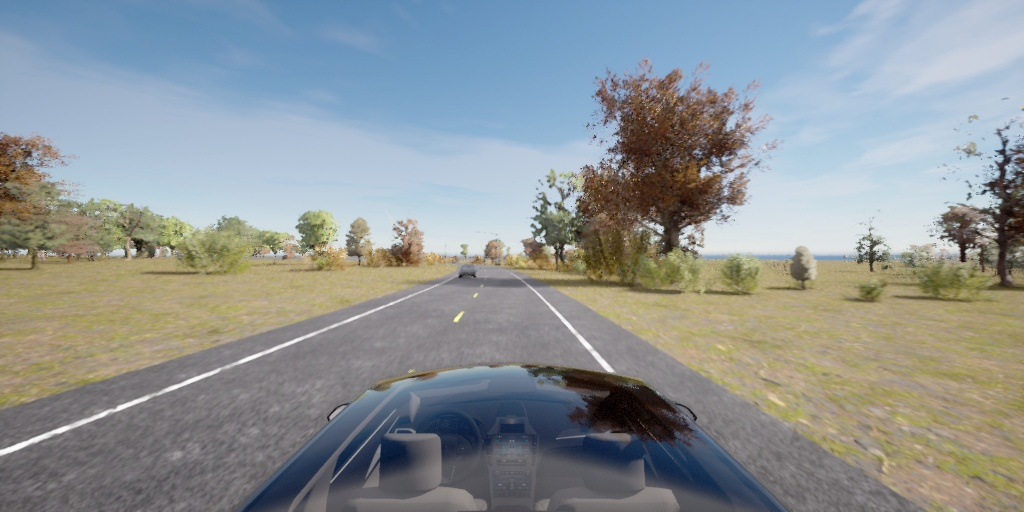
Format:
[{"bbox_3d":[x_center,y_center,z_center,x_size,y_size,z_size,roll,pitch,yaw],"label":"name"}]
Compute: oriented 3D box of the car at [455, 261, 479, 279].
[{"bbox_3d":[-4.651,1.612,38.195,1.837,1.490,4.892,0,-1,-3],"label":"car"}]
